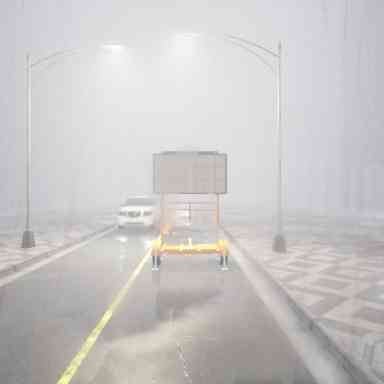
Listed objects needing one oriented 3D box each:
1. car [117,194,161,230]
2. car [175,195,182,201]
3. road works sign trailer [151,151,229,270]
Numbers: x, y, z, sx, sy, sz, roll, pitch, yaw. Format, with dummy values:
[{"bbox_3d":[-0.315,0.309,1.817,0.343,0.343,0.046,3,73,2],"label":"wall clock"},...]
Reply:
[{"bbox_3d":[-3.225,1.225,21.223,2.150,2.045,5.566,0,0,0],"label":"car"},{"bbox_3d":[-3.521,1.563,87.737,2.033,1.411,5.357,0,0,0],"label":"car"},{"bbox_3d":[-0.064,0.466,10.991,2.380,3.560,2.880,0,0,0],"label":"road works sign trailer"}]
